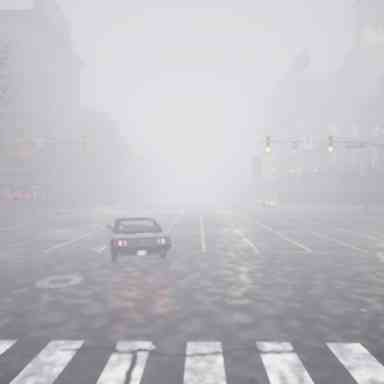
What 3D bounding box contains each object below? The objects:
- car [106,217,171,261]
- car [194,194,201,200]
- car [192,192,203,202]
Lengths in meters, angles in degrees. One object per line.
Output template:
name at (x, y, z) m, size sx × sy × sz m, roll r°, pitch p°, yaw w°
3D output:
car at (-2.184, 1.588, 12.418) m, size 1.895 × 1.301 × 4.718 m, roll 0°, pitch 0°, yaw -16°
car at (1.489, 1.357, 88.996) m, size 1.837 × 1.490 × 4.892 m, roll 0°, pitch 0°, yaw 1°
car at (1.199, 1.111, 71.070) m, size 2.150 × 2.045 × 5.566 m, roll 0°, pitch 0°, yaw 1°
